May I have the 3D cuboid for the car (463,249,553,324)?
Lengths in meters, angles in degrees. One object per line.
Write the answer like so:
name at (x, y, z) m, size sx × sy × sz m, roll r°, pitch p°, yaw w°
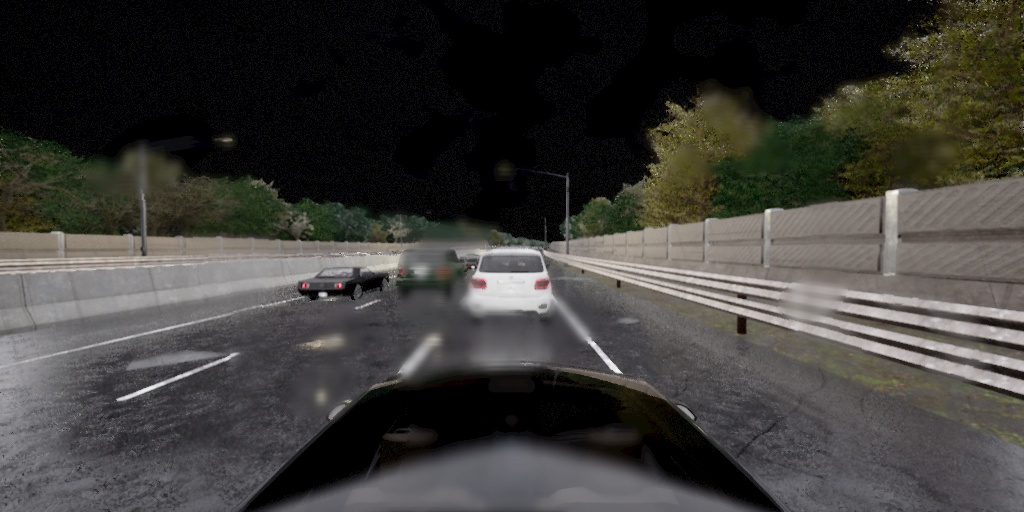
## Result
car at (0.037, 0.782, 11.284) m, size 2.150 × 2.045 × 5.566 m, roll 0°, pitch 1°, yaw 1°

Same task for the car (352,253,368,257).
car at (-20.437, 0.326, 48.464) m, size 1.994 × 1.385 × 4.181 m, roll 0°, pitch 1°, yaw 2°

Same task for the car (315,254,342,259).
car at (-23.978, 0.387, 47.491) m, size 1.895 × 1.301 × 4.718 m, roll 0°, pitch 1°, yaw 2°

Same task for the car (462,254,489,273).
car at (-3.192, 0.620, 32.341) m, size 1.837 × 1.490 × 4.892 m, roll 0°, pitch 1°, yaw 1°

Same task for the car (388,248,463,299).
car at (-3.404, 0.680, 16.111) m, size 2.150 × 2.045 × 5.566 m, roll 0°, pitch 1°, yaw 1°

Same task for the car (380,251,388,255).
car at (-16.907, 0.094, 49.247) m, size 2.097 × 1.767 × 4.553 m, roll 0°, pitch 1°, yaw 2°

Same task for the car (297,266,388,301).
car at (-6.912, 1.075, 15.376) m, size 1.895 × 1.301 × 4.718 m, roll 0°, pitch 1°, yaw 1°
